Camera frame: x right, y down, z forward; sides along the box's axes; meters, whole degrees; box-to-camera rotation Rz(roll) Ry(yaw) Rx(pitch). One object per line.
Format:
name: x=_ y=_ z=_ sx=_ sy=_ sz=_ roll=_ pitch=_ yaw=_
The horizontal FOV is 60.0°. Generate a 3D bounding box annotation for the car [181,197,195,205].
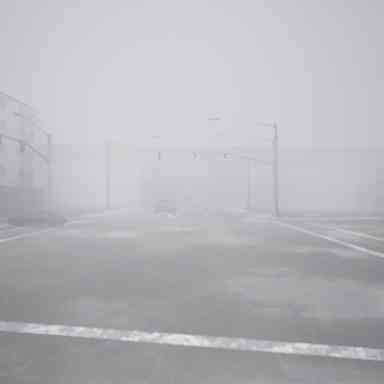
car: x=-1.126 y=2.005 z=69.312 sx=2.150 sy=2.045 sz=5.566 roll=0 pitch=-1 yaw=23

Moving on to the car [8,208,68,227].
car: x=-11.738 y=1.907 z=25.518 sx=4.181 sy=1.385 sz=1.994 roll=0 pitch=-1 yaw=0

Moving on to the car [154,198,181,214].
car: x=-3.469 y=1.862 z=44.748 sx=2.150 sy=2.045 sz=5.566 roll=-1 pitch=0 yaw=8
